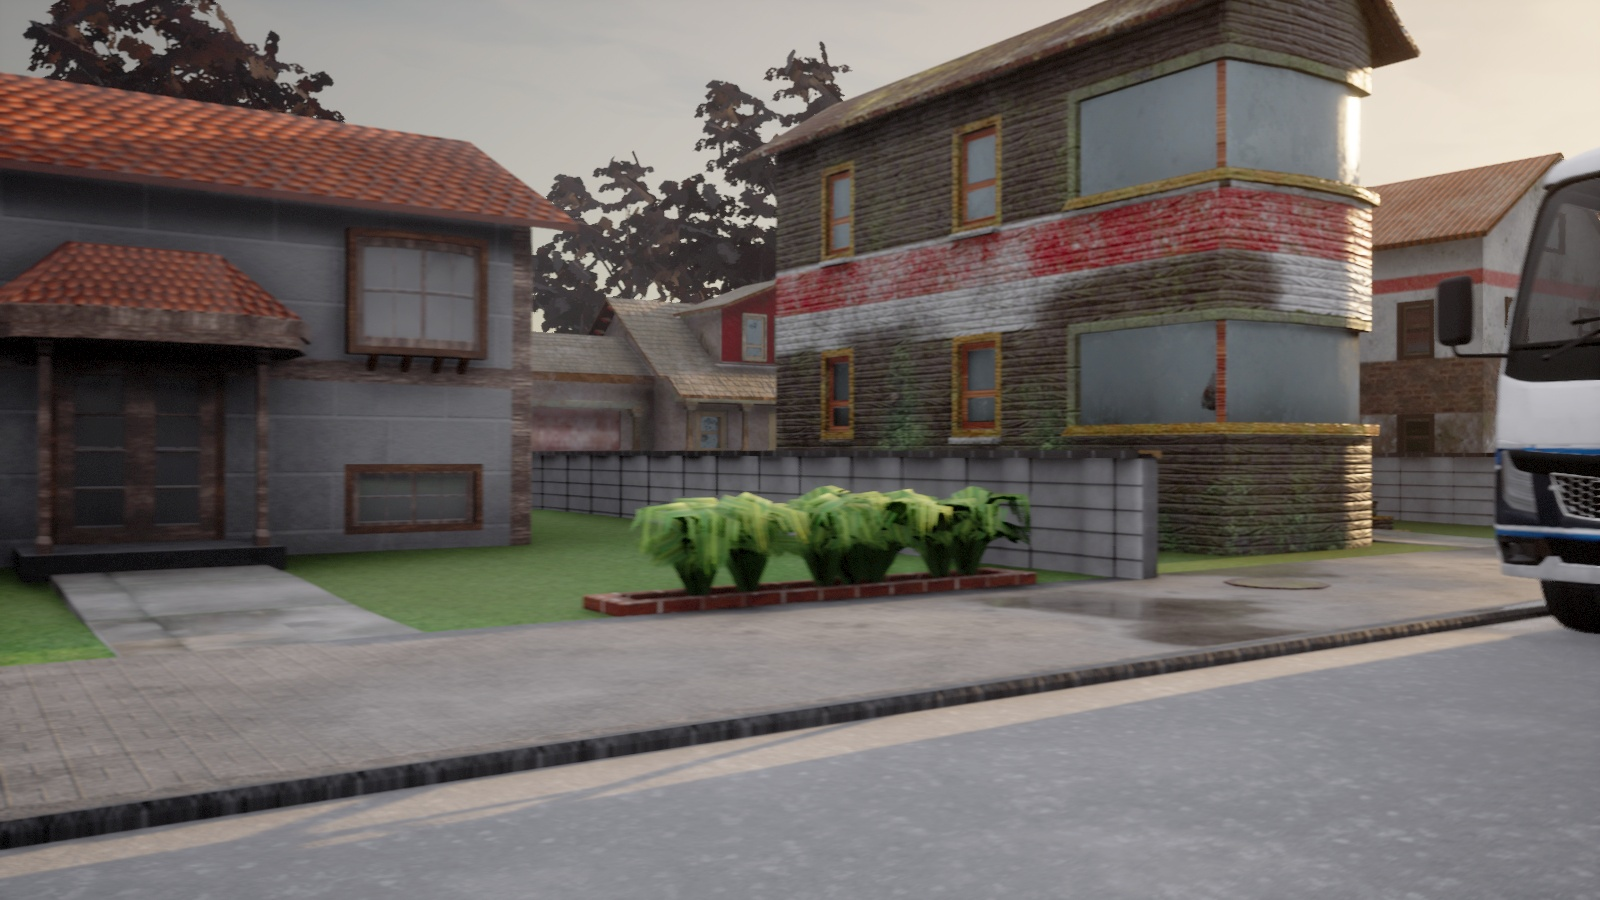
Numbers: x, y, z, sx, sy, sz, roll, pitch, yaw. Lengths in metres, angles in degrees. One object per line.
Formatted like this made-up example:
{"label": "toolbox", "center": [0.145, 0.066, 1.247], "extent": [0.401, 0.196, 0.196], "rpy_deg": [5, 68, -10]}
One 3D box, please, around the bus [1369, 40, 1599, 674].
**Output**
{"label": "bus", "center": [9.778, -0.625, 11.077], "extent": [10.273, 4.253, 3.944], "rpy_deg": [0, 0, -35]}
